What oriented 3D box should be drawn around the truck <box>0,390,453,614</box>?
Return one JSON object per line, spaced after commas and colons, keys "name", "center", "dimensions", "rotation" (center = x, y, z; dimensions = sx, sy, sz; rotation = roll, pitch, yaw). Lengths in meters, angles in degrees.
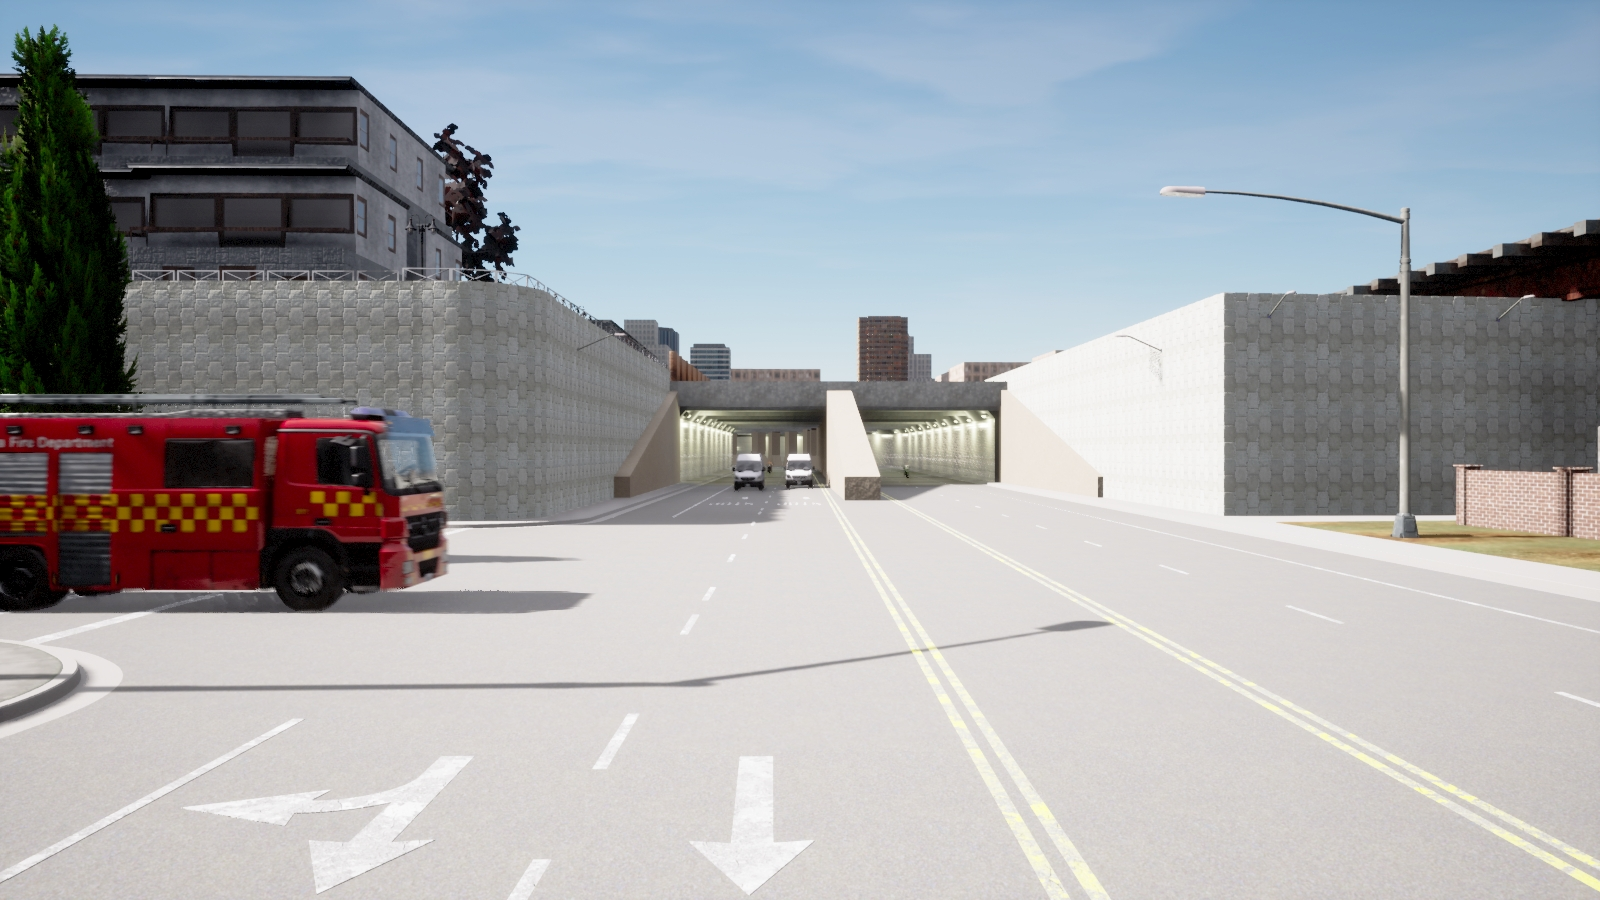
{"name": "truck", "center": [-11.061, 0.890, 21.005], "dimensions": [8.468, 3.827, 2.891], "rotation": [0, 0, 0]}
